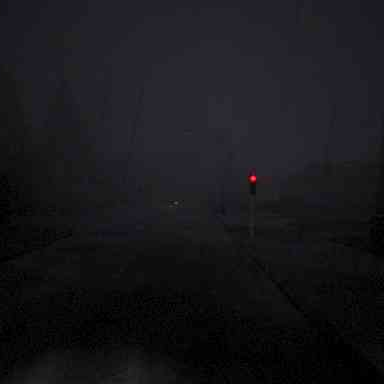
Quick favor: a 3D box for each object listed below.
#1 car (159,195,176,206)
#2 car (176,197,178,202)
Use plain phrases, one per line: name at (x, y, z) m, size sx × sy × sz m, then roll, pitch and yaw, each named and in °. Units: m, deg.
car at (-4.067, 1.219, 53.173) m, size 2.097 × 1.767 × 4.553 m, roll 0°, pitch 0°, yaw 0°
car at (-4.003, 1.527, 69.026) m, size 1.882 × 1.535 × 5.008 m, roll 0°, pitch 0°, yaw 0°
